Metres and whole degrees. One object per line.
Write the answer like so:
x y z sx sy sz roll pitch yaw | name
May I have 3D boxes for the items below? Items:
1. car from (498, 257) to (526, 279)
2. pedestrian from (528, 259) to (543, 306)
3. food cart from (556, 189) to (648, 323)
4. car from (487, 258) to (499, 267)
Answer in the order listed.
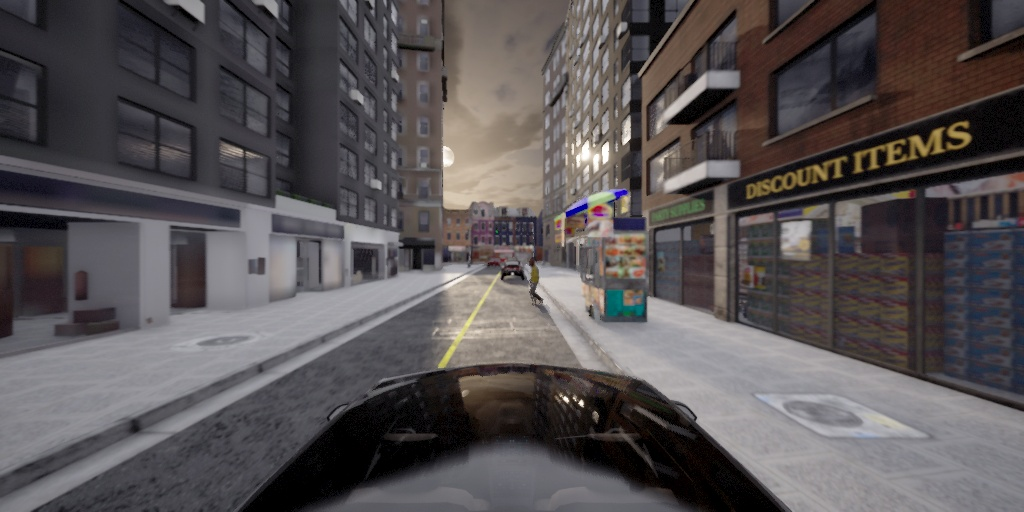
0.055 1.038 29.097 1.837 1.490 4.892 0 1 0 | car
0.844 0.948 13.602 0.375 1.860 0.375 0 0 -10 | pedestrian
2.882 0.142 10.988 2.280 3.560 4.660 0 0 0 | food cart
-2.527 0.948 51.526 1.895 1.301 4.718 0 0 0 | car
